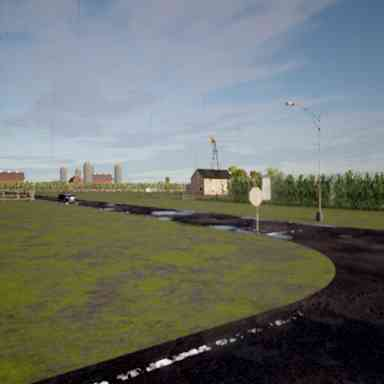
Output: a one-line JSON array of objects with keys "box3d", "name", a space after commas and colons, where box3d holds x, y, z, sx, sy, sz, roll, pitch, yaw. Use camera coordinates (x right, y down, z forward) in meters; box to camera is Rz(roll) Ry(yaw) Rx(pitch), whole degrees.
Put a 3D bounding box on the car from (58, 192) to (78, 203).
[{"box3d": [-18.686, 0.738, 49.951, 2.128, 1.511, 4.902, -1, 1, -36], "name": "car"}]
